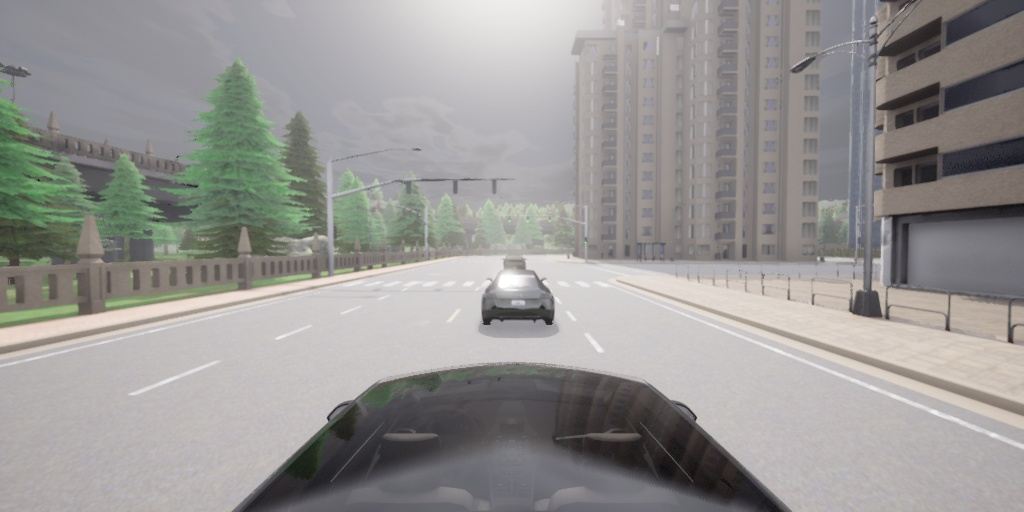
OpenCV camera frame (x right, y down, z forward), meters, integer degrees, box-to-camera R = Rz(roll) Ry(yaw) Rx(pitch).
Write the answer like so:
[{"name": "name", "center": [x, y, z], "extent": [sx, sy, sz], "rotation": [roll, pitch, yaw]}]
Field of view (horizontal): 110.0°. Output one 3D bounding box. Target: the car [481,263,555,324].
[{"name": "car", "center": [0.152, 1.095, 11.000], "extent": [1.994, 1.385, 4.181], "rotation": [0, 1, 0]}]

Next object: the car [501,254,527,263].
[{"name": "car", "center": [0.190, 0.596, 30.265], "extent": [1.837, 1.490, 4.892], "rotation": [0, 1, 0]}]
